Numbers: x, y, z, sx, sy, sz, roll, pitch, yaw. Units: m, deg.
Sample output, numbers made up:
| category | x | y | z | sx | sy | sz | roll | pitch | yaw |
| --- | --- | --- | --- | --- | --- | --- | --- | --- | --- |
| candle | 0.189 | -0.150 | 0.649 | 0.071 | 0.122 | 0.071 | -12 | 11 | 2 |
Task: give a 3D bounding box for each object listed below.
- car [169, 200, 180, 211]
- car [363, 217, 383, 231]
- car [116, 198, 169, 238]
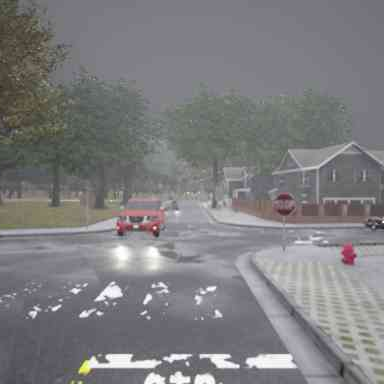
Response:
| category | x | y | z | sx | sy | sz | roll | pitch | yaw |
| --- | --- | --- | --- | --- | --- | --- | --- | --- | --- |
| car | -2.708 | 1.842 | 45.228 | 1.812 | 1.442 | 4.674 | 0 | 0 | 0 |
| car | 13.582 | 1.925 | 21.289 | 4.718 | 1.301 | 1.895 | 1 | 0 | -10 |
| car | -2.729 | 1.352 | 18.964 | 2.150 | 2.045 | 5.566 | 0 | -1 | 0 |
